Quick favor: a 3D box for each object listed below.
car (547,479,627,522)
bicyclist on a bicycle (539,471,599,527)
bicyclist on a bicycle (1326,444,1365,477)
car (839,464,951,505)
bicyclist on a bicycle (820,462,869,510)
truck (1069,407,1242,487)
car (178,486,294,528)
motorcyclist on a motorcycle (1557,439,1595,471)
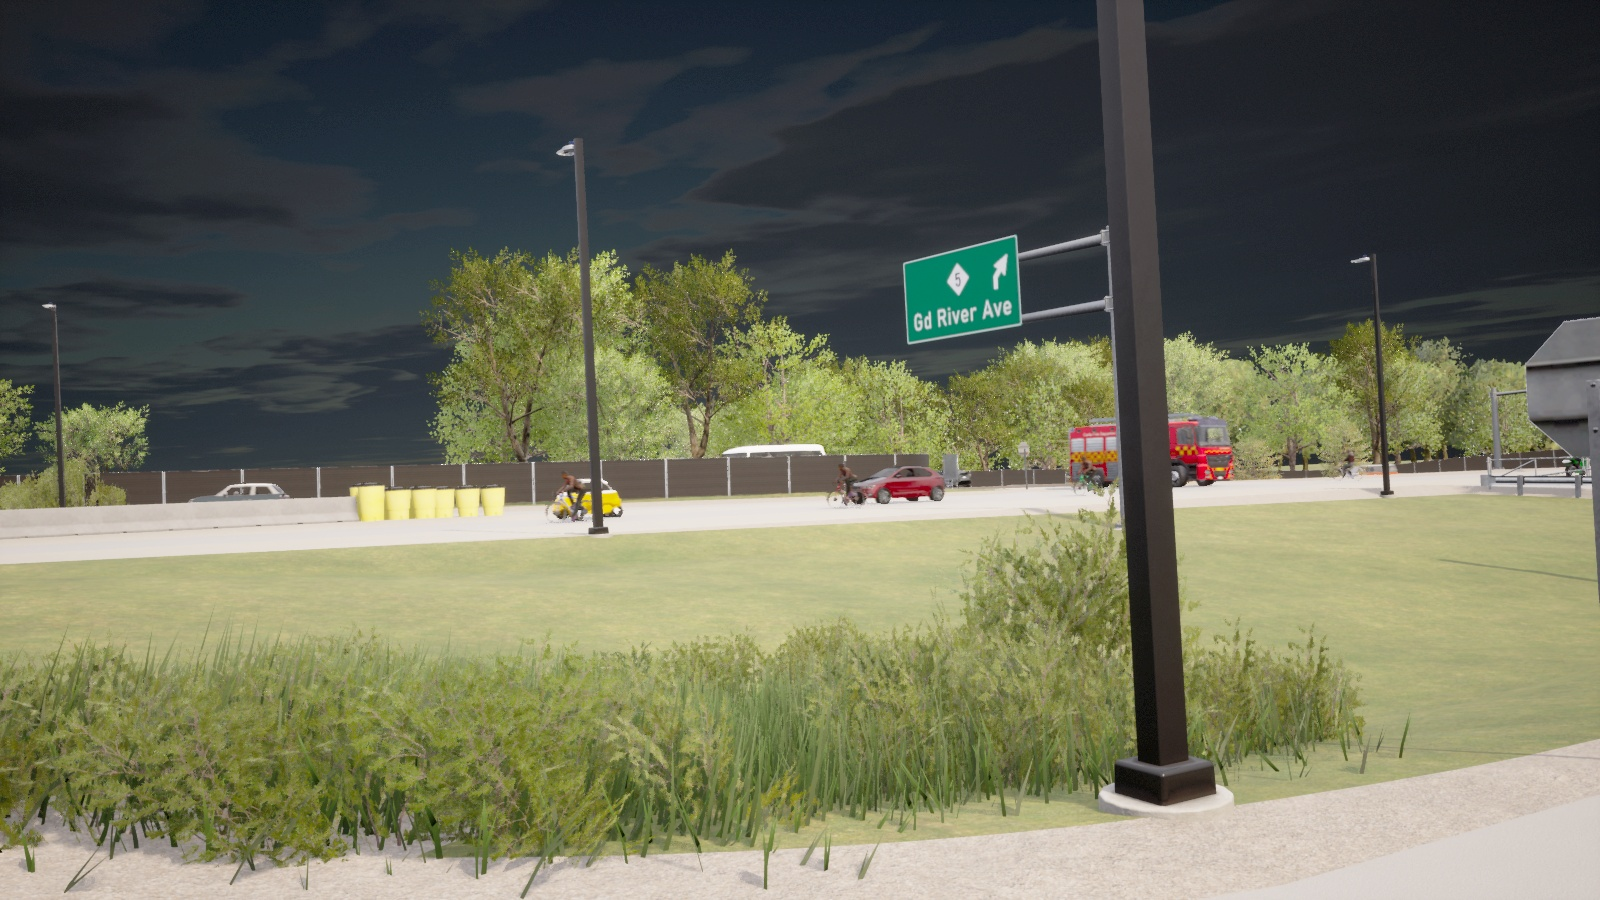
[{"bbox_3d":[-7.241,1.715,42.629,2.207,1.376,1.481,-1,-2,-35],"label":"car"},{"bbox_3d":[-7.084,1.507,38.492,1.656,1.620,0.582,-2,-1,-35],"label":"bicyclist on a bicycle"},{"bbox_3d":[29.862,0.590,68.777,0.659,1.776,1.843,-1,-1,-36],"label":"bicyclist on a bicycle"},{"bbox_3d":[3.828,1.374,50.284,4.193,1.474,1.816,-2,-2,-35],"label":"car"},{"bbox_3d":[1.584,1.271,44.485,1.656,1.620,0.582,-2,-1,-35],"label":"bicyclist on a bicycle"},{"bbox_3d":[18.518,-0.077,66.010,2.891,3.827,8.468,-1,-2,-38],"label":"truck"},{"bbox_3d":[-22.277,2.229,49.733,3.806,1.475,1.970,-2,-1,-12],"label":"car"},{"bbox_3d":[37.662,0.230,60.908,2.044,1.523,0.797,-1,0,-35],"label":"motorcyclist on a motorcycle"}]
